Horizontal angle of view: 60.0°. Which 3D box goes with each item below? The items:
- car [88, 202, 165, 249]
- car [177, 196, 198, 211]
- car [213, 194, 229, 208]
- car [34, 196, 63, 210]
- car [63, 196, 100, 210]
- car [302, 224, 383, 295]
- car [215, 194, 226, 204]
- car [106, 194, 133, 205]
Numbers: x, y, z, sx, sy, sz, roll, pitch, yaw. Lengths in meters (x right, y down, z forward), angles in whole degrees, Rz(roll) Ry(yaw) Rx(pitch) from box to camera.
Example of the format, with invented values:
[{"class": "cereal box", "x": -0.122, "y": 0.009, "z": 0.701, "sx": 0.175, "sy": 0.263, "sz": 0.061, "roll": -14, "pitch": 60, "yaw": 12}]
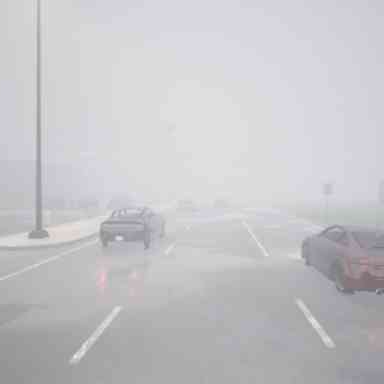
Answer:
[{"class": "car", "x": -2.333, "y": 1.379, "z": 14.015, "sx": 2.128, "sy": 1.511, "sz": 4.902, "roll": 0, "pitch": 0, "yaw": 5}, {"class": "car", "x": -0.424, "y": 1.212, "z": 35.504, "sx": 1.882, "sy": 1.535, "sz": 5.008, "roll": 0, "pitch": 0, "yaw": 5}, {"class": "car", "x": 3.731, "y": 1.222, "z": 42.574, "sx": 1.812, "sy": 1.442, "sz": 4.674, "roll": 0, "pitch": 0, "yaw": 5}, {"class": "car", "x": -15.501, "y": 1.187, "z": 36.757, "sx": 1.837, "sy": 1.490, "sz": 4.892, "roll": 0, "pitch": 0, "yaw": 6}, {"class": "car", "x": -11.936, "y": 1.180, "z": 37.230, "sx": 2.128, "sy": 1.511, "sz": 4.902, "roll": 0, "pitch": 0, "yaw": 6}, {"class": "car", "x": 4.247, "y": 1.512, "z": 8.563, "sx": 1.994, "sy": 1.385, "sz": 4.181, "roll": 0, "pitch": 0, "yaw": 4}, {"class": "car", "x": 4.863, "y": 1.124, "z": 56.152, "sx": 1.812, "sy": 1.442, "sz": 4.674, "roll": 0, "pitch": 0, "yaw": 5}, {"class": "car", "x": -8.283, "y": 1.039, "z": 38.598, "sx": 2.097, "sy": 1.767, "sz": 4.553, "roll": 0, "pitch": 1, "yaw": 5}]
